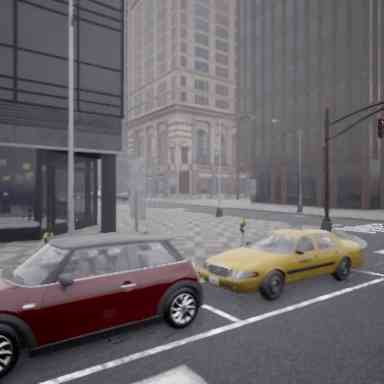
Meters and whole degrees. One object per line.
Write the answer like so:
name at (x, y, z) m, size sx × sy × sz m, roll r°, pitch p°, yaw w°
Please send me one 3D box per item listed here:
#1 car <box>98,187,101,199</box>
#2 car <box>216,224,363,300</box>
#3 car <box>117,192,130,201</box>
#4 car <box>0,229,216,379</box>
car at (-16.254, 0.164, 59.813) m, size 2.150 × 2.045 × 5.566 m, roll 0°, pitch 1°, yaw -36°
car at (2.431, 1.535, 8.384) m, size 4.829 × 1.417 × 1.752 m, roll 0°, pitch 0°, yaw -36°
car at (-10.433, 0.650, 51.775) m, size 1.812 × 1.442 × 4.674 m, roll 0°, pitch 1°, yaw -35°
car at (-1.872, 1.442, 5.314) m, size 4.097 × 1.590 × 1.967 m, roll 0°, pitch 0°, yaw -36°
